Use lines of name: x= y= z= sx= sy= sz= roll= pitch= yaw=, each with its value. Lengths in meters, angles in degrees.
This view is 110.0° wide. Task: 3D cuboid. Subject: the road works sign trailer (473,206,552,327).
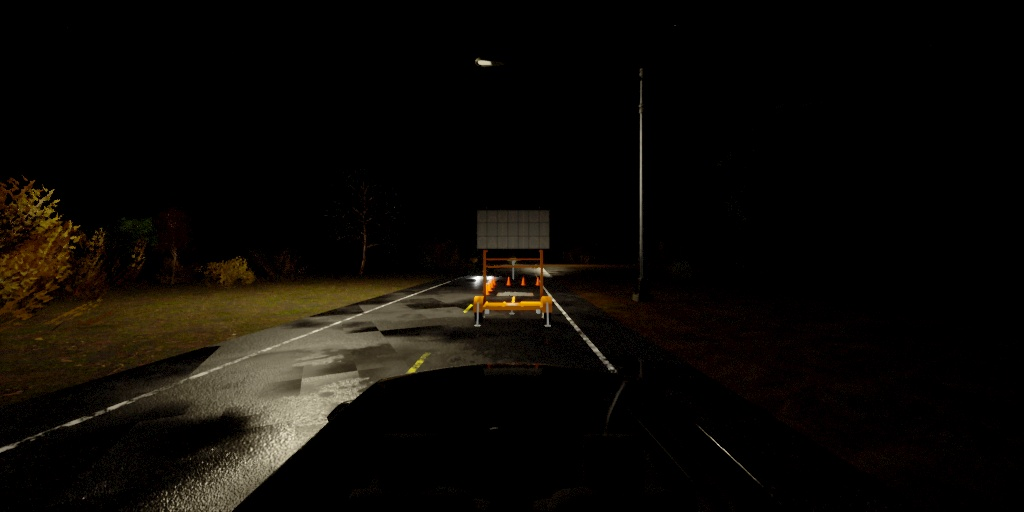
road works sign trailer: x=0.042 y=0.214 z=11.569 sx=2.380 sy=3.560 sz=2.880 roll=0 pitch=0 yaw=1

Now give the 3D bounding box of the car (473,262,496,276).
car: x=-2.754 y=1.310 z=36.547 sx=1.994 sy=1.385 sz=4.181 roll=0 pitch=0 yaw=2
